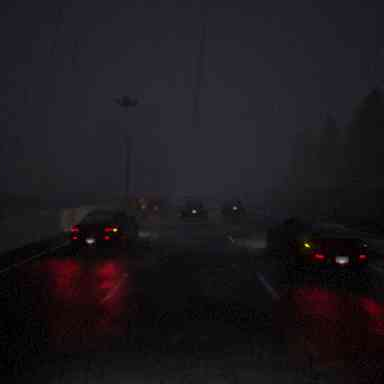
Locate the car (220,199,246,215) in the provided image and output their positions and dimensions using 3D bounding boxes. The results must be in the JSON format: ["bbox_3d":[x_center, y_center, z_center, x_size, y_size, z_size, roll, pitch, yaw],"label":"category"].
[{"bbox_3d":[3.680,1.335,30.394,1.994,1.385,4.181,0,0,0],"label":"car"}]

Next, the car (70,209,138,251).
[{"bbox_3d":[-3.367,1.420,13.353,1.812,1.442,4.674,0,1,0],"label":"car"}]

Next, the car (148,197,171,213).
[{"bbox_3d":[-3.312,1.246,33.527,1.837,1.490,4.892,0,0,0],"label":"car"}]

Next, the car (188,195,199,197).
[{"bbox_3d":[0.217,1.158,43.762,2.128,1.511,4.902,0,0,0],"label":"car"}]

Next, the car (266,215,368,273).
[{"bbox_3d":[3.626,1.449,10.313,1.812,1.442,4.674,0,0,0],"label":"car"}]

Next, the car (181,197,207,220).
[{"bbox_3d":[0.168,1.367,25.877,1.994,1.385,4.181,0,0,0],"label":"car"}]
